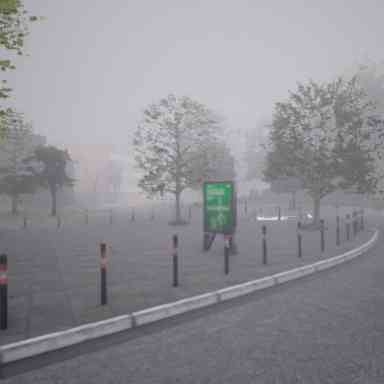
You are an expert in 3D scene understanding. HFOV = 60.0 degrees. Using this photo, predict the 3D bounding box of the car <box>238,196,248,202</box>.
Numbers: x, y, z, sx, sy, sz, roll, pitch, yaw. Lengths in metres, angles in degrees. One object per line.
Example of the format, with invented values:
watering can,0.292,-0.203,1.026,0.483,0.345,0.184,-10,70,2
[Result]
car,12.574,1.670,81.870,1.882,1.535,5.008,0,0,16

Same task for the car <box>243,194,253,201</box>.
car,15.457,1.575,91.919,2.097,1.767,4.553,0,0,16

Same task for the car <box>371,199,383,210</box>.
car,22.498,1.437,37.919,1.837,1.490,4.892,1,0,-5

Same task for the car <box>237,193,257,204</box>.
car,10.461,1.400,63.000,2.097,1.767,4.553,0,0,-22
